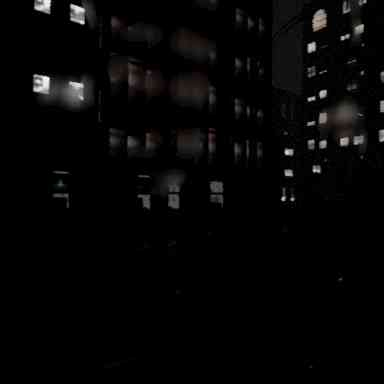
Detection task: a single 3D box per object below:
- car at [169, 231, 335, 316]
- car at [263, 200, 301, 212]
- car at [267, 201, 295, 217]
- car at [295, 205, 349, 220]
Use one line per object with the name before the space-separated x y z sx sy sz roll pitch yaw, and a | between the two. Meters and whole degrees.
car | 1.539 1.619 7.654 4.313 1.339 1.947 1 0 -36
car | 11.724 1.823 43.542 1.752 1.417 4.829 1 -1 -36
car | 8.415 1.713 33.780 1.752 1.417 4.829 1 -1 -36
car | 11.615 1.780 29.316 1.802 1.307 4.206 1 -1 -36
